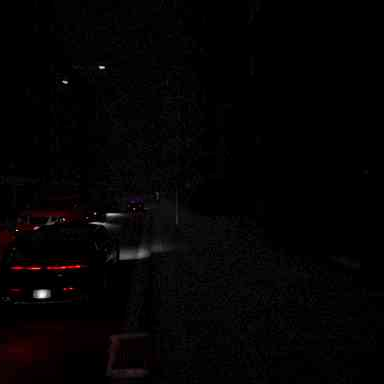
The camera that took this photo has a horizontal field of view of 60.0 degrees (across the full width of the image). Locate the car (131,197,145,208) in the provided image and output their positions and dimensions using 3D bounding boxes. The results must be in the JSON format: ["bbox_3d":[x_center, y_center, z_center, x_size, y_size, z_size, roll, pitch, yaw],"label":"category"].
[{"bbox_3d":[-7.841,1.475,48.648,1.812,1.442,4.674,0,0,-7],"label":"car"}]

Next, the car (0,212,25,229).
[{"bbox_3d":[-5.584,1.323,7.124,2.097,1.767,4.553,0,0,-8],"label":"car"}]

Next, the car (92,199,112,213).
[{"bbox_3d":[-8.033,1.496,26.854,2.033,1.411,5.357,0,0,-7],"label":"car"}]

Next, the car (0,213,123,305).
[{"bbox_3d":[-2.861,1.491,8.093,1.837,1.490,4.892,0,0,-7],"label":"car"}]

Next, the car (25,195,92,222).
[{"bbox_3d":[-6.786,1.182,16.678,2.150,2.045,5.566,0,0,-7],"label":"car"}]

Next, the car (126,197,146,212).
[{"bbox_3d":[-6.554,1.554,38.542,1.895,1.301,4.718,0,0,-6],"label":"car"}]

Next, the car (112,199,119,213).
[{"bbox_3d":[-9.226,1.485,36.883,2.033,1.411,5.357,0,0,-7],"label":"car"}]
